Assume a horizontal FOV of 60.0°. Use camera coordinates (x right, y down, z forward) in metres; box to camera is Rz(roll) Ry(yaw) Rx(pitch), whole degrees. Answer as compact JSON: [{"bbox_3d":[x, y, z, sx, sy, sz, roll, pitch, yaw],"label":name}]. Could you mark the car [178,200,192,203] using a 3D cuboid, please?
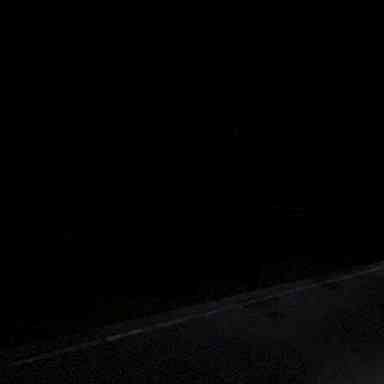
[{"bbox_3d":[-1.046,1.911,50.769,1.994,1.385,4.181,1,0,-35],"label":"car"}]
